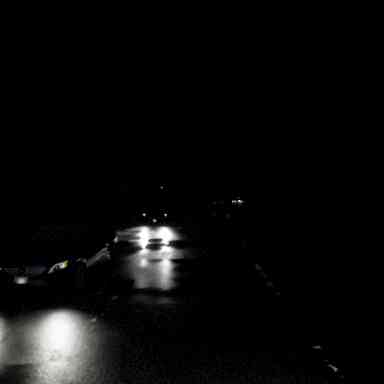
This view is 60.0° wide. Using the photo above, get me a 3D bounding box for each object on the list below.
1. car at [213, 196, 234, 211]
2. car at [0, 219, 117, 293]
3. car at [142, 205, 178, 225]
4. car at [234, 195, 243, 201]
[{"bbox_3d":[3.874,1.418,42.036,2.097,1.767,4.553,0,0,10],"label":"car"},{"bbox_3d":[-3.339,1.514,9.011,1.812,1.442,4.674,0,0,2],"label":"car"},{"bbox_3d":[-2.261,1.605,24.320,1.895,1.301,4.718,0,0,6],"label":"car"},{"bbox_3d":[11.860,1.445,86.071,1.837,1.490,4.892,0,1,20],"label":"car"}]
